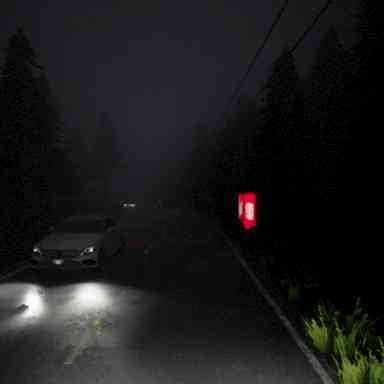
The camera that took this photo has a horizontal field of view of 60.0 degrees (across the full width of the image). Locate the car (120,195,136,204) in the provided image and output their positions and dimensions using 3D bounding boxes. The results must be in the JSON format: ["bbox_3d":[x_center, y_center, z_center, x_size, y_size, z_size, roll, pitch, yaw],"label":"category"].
[{"bbox_3d":[-10.188,1.174,52.250,1.994,1.385,4.181,0,0,-21],"label":"car"}]

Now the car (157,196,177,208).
[{"bbox_3d":[-3.118,1.185,40.984,2.128,1.511,4.902,0,0,-14],"label":"car"}]

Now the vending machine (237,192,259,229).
[{"bbox_3d":[3.274,1.047,19.550,1.100,2.100,0.880,0,0,-2],"label":"vending machine"}]

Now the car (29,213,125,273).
[{"bbox_3d":[-3.339,1.446,10.573,1.812,1.442,4.674,0,0,-1],"label":"car"}]
